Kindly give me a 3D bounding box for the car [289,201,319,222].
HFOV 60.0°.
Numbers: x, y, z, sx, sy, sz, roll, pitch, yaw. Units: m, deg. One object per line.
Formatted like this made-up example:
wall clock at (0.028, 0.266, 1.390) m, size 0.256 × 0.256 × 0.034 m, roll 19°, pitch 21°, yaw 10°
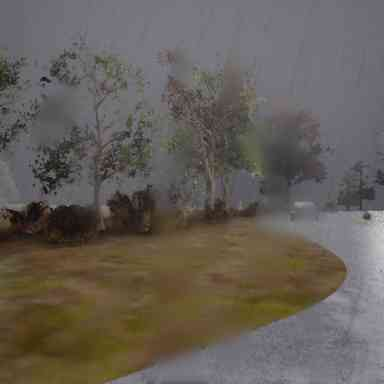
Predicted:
car at (8.951, 1.503, 26.518) m, size 1.837 × 1.490 × 4.892 m, roll -1°, pitch 0°, yaw 20°
